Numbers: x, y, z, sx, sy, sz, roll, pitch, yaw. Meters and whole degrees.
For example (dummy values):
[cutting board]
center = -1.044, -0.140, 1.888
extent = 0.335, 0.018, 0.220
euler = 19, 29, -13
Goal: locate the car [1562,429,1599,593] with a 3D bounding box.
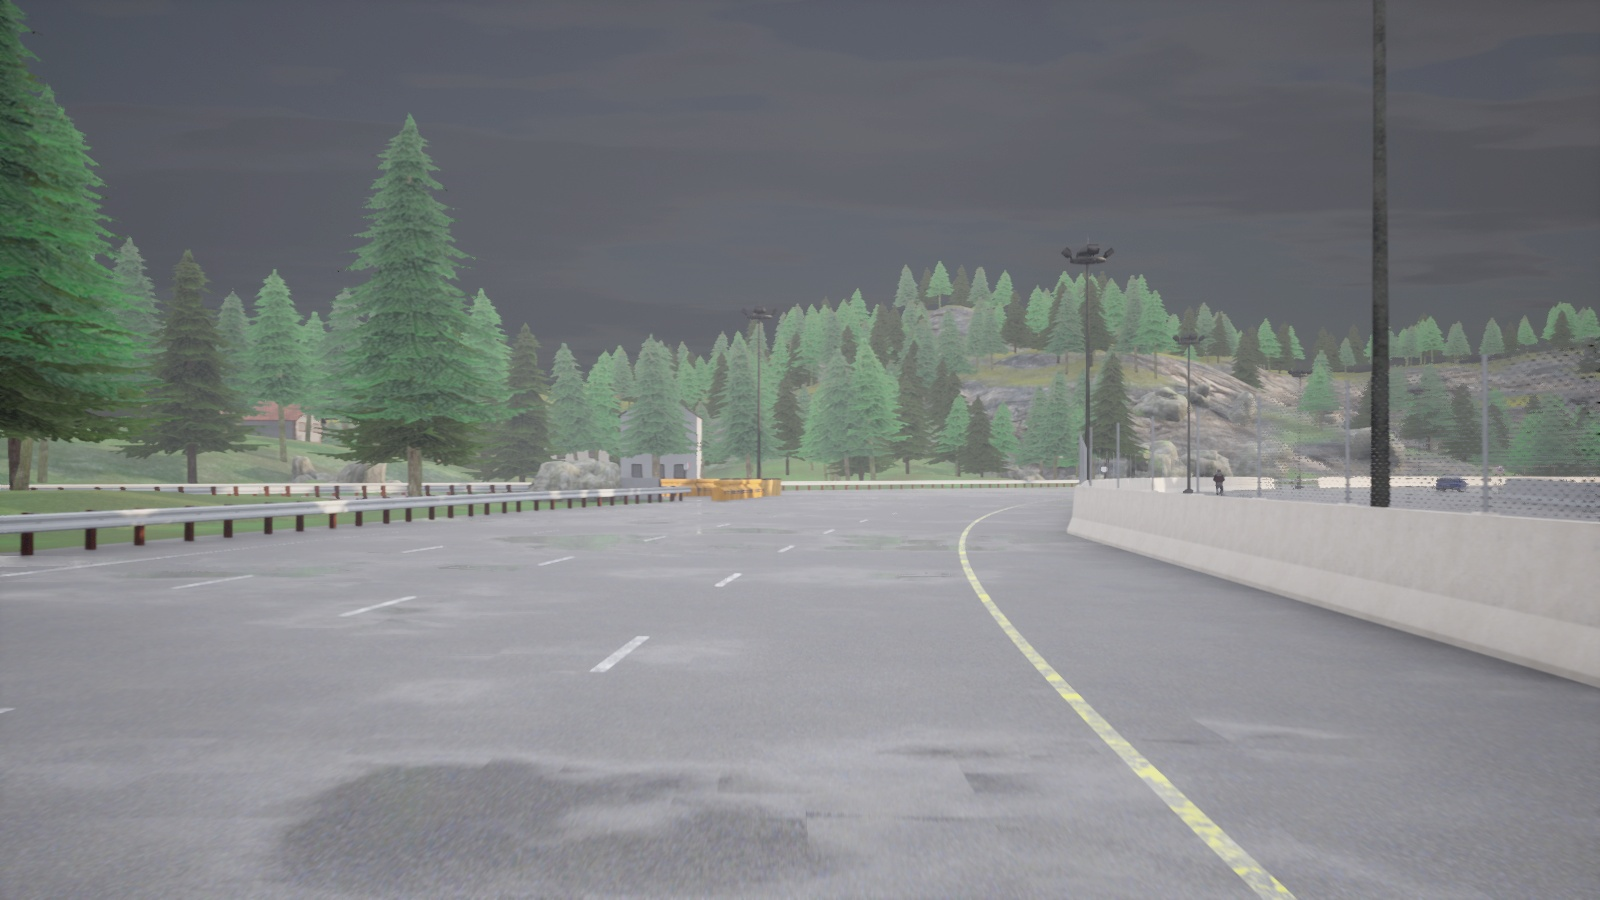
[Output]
[car]
center = 10.919, 0.719, 13.678
extent = 2.150, 2.045, 5.566
euler = 0, -1, 4
